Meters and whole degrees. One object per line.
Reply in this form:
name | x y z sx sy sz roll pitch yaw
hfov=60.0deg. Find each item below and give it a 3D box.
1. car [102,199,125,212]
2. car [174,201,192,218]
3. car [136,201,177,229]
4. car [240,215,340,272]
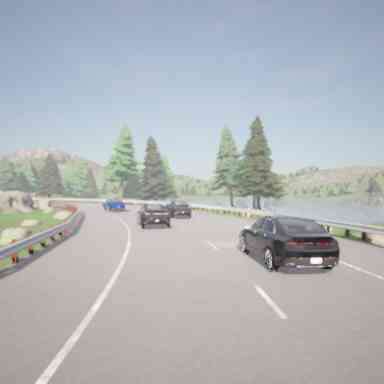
car | -9.501 1.520 40.047 1.882 1.535 5.008 0 0 -27
car | -1.509 1.526 30.418 2.128 1.511 4.902 0 0 -19
car | -2.635 1.516 22.146 2.128 1.511 4.902 0 0 -14
car | 2.935 1.519 10.954 1.837 1.490 4.892 0 0 -6
